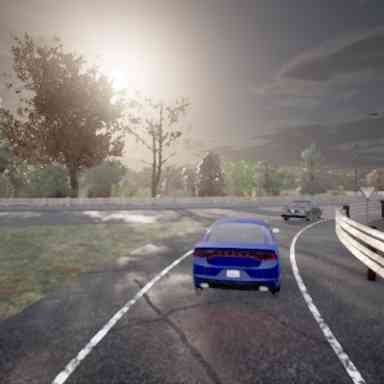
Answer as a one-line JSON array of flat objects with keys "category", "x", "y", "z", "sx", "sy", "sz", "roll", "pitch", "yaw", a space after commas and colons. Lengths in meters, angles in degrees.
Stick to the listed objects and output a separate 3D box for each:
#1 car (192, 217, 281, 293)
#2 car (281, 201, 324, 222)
[{"category": "car", "x": 1.291, "y": 1.409, "z": 8.862, "sx": 1.882, "sy": 1.535, "sz": 5.008, "roll": 0, "pitch": 1, "yaw": 12}, {"category": "car", "x": 8.251, "y": 1.357, "z": 24.675, "sx": 2.033, "sy": 1.411, "sz": 5.357, "roll": 0, "pitch": 1, "yaw": 34}]
